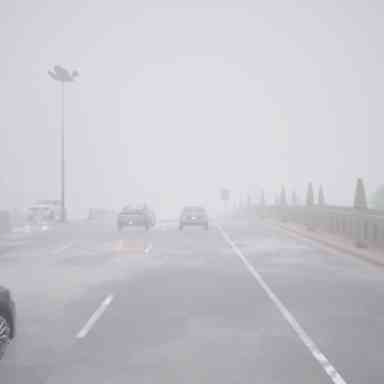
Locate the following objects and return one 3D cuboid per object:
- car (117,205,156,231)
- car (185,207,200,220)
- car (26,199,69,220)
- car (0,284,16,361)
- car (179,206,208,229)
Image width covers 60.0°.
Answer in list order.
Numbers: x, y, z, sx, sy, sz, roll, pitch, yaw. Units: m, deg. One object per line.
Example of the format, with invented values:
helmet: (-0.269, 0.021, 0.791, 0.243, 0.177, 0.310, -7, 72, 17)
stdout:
car: (-3.395, 1.545, 20.919, 2.128, 1.511, 4.902, 0, -1, 0)
car: (0.110, 2.819, 42.668, 1.812, 1.442, 4.674, 0, -6, 0)
car: (-13.994, 1.688, 32.659, 2.150, 2.045, 5.566, 0, -4, 0)
car: (-3.399, 1.497, 2.763, 2.128, 1.511, 4.902, 0, 0, 0)
car: (0.105, 1.612, 21.812, 2.033, 1.411, 5.357, 0, -1, 0)
